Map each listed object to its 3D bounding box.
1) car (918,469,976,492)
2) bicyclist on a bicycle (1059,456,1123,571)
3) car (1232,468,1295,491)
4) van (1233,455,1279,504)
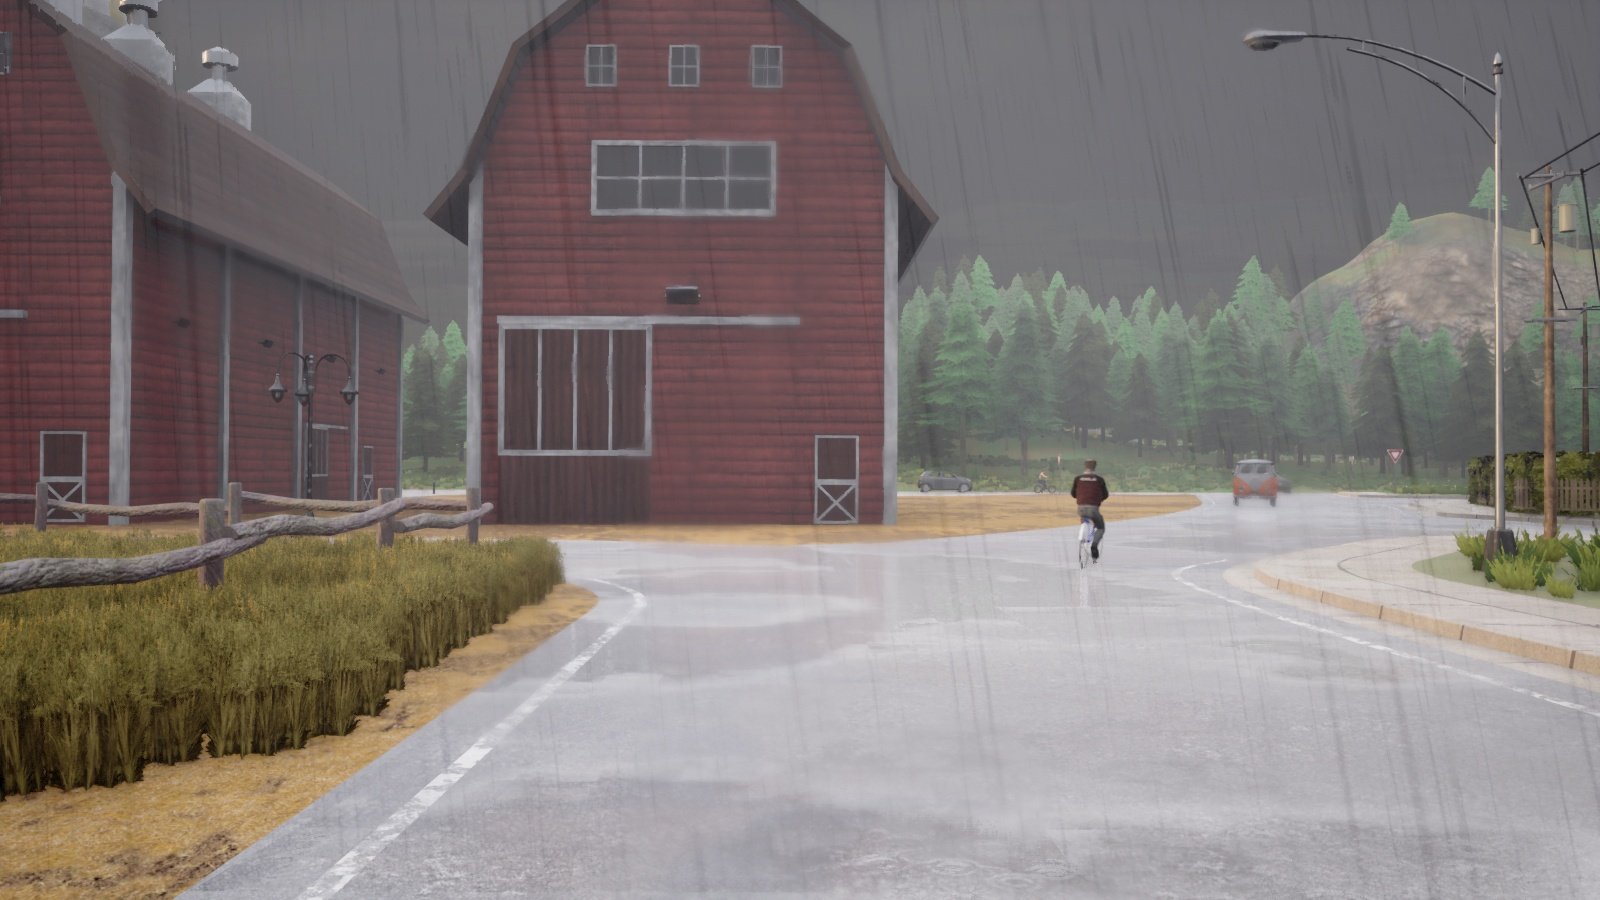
[{"bbox_3d":[9.692,2.042,83.245,3.633,1.501,1.845,0,-1,0],"label":"car"},{"bbox_3d":[4.774,0.990,20.493,0.659,1.776,1.843,1,0,24],"label":"bicyclist on a bicycle"},{"bbox_3d":[29.850,1.915,81.019,1.994,1.385,4.181,0,-1,-9],"label":"car"},{"bbox_3d":[19.556,1.243,53.974,1.775,1.987,4.442,-1,-1,19],"label":"van"}]
